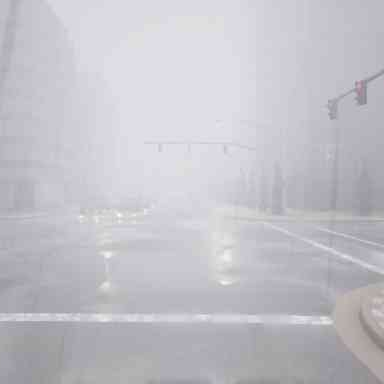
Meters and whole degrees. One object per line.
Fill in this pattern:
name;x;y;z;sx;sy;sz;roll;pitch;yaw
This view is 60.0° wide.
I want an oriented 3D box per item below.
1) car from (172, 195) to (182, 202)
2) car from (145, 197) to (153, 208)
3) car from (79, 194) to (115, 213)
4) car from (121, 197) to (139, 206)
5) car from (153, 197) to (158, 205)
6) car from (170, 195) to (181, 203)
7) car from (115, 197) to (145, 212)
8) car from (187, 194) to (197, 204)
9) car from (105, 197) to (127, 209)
car;-3.443;1.494;75.974;2.128;1.511;4.902;0;0;0
car;-7.060;1.526;47.033;1.812;1.442;4.674;0;0;-1
car;-10.572;1.221;36.703;2.150;2.045;5.566;0;0;0
car;-10.541;1.547;56.738;2.033;1.411;5.357;0;0;0
car;-7.041;1.564;56.913;1.994;1.385;4.181;0;0;0
car;-3.450;1.505;66.646;1.837;1.490;4.892;0;0;0
car;-7.072;1.352;38.049;2.097;1.767;4.553;0;0;0
car;0.049;1.547;66.074;2.033;1.411;5.357;0;0;0
car;-10.563;1.478;46.405;1.882;1.535;5.008;0;0;0
